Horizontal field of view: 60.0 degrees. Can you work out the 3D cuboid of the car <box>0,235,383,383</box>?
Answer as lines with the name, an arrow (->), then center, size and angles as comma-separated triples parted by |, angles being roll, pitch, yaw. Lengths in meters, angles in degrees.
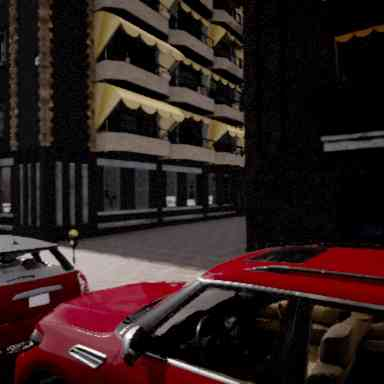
car -> 0.853, 1.313, 2.287 | 5.009, 1.841, 2.192 | 0, -1, 36
